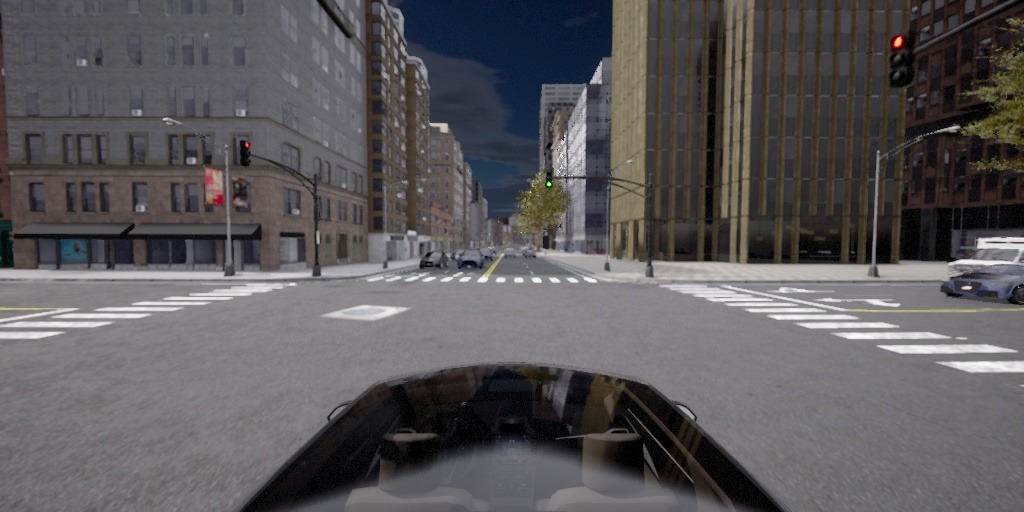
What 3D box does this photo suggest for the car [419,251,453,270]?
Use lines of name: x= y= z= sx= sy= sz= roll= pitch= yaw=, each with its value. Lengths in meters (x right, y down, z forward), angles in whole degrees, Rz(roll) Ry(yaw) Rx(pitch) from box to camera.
car: x=-6.747 y=0.354 z=31.403 sx=1.837 sy=1.490 sz=4.892 roll=0 pitch=2 yaw=0

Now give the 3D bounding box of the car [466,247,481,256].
car: x=-6.832 y=-0.866 z=63.535 sx=2.128 sy=1.511 sz=4.902 roll=0 pitch=2 yaw=0

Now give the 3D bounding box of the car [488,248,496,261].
car: x=-3.565 y=-0.250 z=46.973 sx=2.097 sy=1.767 sz=4.553 roll=0 pitch=2 yaw=0

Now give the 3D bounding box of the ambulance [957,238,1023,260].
ambulance: x=24.756 y=0.360 z=17.184 sx=6.366 sy=2.431 sz=2.351 roll=0 pitch=2 yaw=-4

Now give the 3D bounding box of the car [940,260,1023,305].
car: x=19.091 y=1.011 z=13.604 sx=4.181 sy=1.385 sz=1.994 roll=0 pitch=2 yaw=-4

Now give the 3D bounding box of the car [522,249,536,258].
car: x=2.944 y=-0.380 z=58.597 sx=2.033 sy=1.411 sz=5.357 roll=0 pitch=2 yaw=0

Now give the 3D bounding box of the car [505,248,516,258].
car: x=-0.306 y=-0.390 z=58.579 sx=2.033 sy=1.411 sz=5.357 roll=0 pitch=2 yaw=0

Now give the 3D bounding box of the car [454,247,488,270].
car: x=-3.497 y=0.211 z=31.418 sx=2.097 sy=1.767 sz=4.553 roll=0 pitch=2 yaw=0
